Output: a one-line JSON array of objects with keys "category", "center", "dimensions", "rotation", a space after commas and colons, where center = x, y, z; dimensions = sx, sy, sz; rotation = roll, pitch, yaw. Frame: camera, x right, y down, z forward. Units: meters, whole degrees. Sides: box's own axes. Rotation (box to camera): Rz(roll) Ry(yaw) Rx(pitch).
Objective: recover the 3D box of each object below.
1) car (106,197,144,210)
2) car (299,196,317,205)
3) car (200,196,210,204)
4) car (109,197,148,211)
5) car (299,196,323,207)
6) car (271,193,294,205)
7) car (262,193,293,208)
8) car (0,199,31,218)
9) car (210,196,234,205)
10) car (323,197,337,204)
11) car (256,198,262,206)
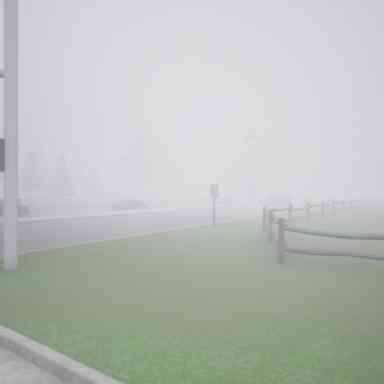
[{"category": "car", "center": [-8.938, 1.488, 44.689], "dimensions": [2.128, 1.511, 4.902], "rotation": [0, 0, 35]}, {"category": "car", "center": [21.461, 1.503, 61.337], "dimensions": [1.837, 1.490, 4.892], "rotation": [0, 0, 36]}, {"category": "car", "center": [3.416, 1.491, 62.223], "dimensions": [2.128, 1.511, 4.902], "rotation": [0, 0, 36]}, {"category": "car", "center": [-7.543, 1.598, 40.557], "dimensions": [1.895, 1.301, 4.718], "rotation": [0, 0, 35]}, {"category": "car", "center": [17.742, 1.476, 50.231], "dimensions": [1.882, 1.535, 5.008], "rotation": [0, 0, 36]}, {"category": "car", "center": [16.624, 1.219, 60.822], "dimensions": [2.150, 2.045, 5.566], "rotation": [0, 0, 36]}, {"category": "car", "center": [12.919, 1.222, 49.508], "dimensions": [2.150, 2.045, 5.566], "rotation": [0, 0, 35]}, {"category": "car", "center": [-16.401, 1.545, 27.742], "dimensions": [2.033, 1.411, 5.357], "rotation": [0, 0, 35]}, {"category": "car", "center": [5.845, 1.505, 59.611], "dimensions": [1.837, 1.490, 4.892], "rotation": [0, 0, 36]}, {"category": "car", "center": [24.612, 1.563, 59.719], "dimensions": [1.994, 1.385, 4.181], "rotation": [0, 0, 36]}, {"category": "car", "center": [12.125, 1.562, 54.544], "dimensions": [1.994, 1.385, 4.181], "rotation": [0, 0, 36]}]
